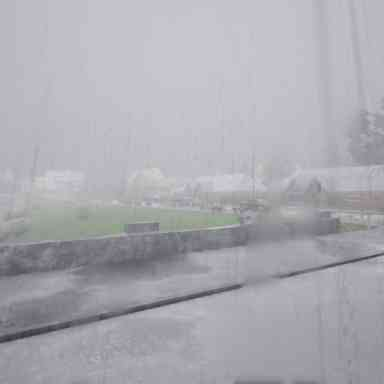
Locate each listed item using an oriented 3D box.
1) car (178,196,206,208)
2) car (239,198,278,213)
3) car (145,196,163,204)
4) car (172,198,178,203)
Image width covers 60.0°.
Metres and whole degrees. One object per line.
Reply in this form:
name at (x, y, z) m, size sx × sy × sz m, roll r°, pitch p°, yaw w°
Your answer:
car at (0.260, 1.563, 47.832) m, size 1.994 × 1.385 × 4.181 m, roll 0°, pitch 0°, yaw -35°
car at (7.466, 1.505, 37.703) m, size 1.837 × 1.490 × 4.892 m, roll 0°, pitch 0°, yaw -35°
car at (-7.579, 1.478, 65.868) m, size 1.882 × 1.535 × 5.008 m, roll 0°, pitch 0°, yaw -35°
car at (-1.653, 1.478, 57.635) m, size 1.882 × 1.535 × 5.008 m, roll 0°, pitch 0°, yaw -35°
